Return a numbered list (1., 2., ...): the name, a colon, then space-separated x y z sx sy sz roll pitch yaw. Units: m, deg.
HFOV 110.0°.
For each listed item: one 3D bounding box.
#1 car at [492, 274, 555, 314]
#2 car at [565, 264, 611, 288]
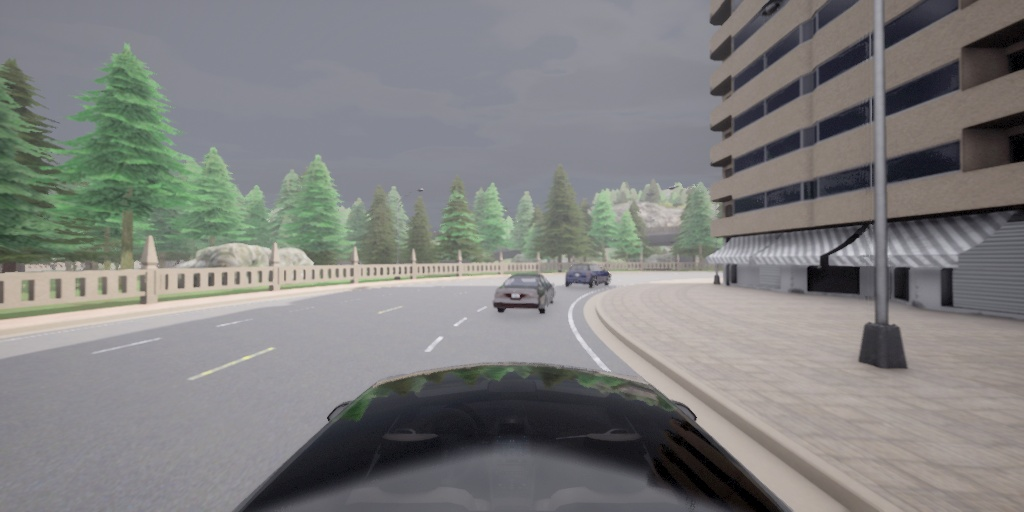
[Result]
1. car: 0.644 1.425 14.662 2.033 1.411 5.357 0 -1 12
2. car: 5.721 1.347 26.600 2.097 1.767 4.553 0 -1 34
